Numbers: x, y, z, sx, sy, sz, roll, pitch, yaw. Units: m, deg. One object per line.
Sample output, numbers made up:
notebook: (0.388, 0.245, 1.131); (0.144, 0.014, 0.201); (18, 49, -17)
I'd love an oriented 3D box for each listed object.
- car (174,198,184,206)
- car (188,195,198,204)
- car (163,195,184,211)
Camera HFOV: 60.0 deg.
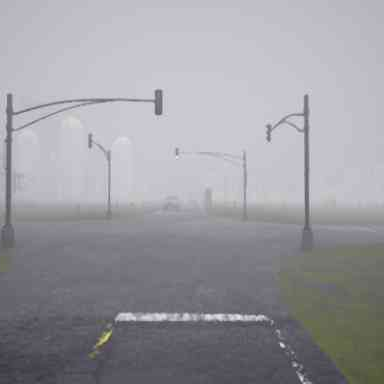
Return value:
car: (-2.520, 1.886, 64.241); (1.812, 1.442, 4.674); (0, 0, 0)
car: (0.270, 1.898, 71.790); (1.837, 1.490, 4.892); (0, 0, 0)
car: (-2.694, 1.471, 45.300); (2.150, 2.045, 5.566); (0, 0, 1)
